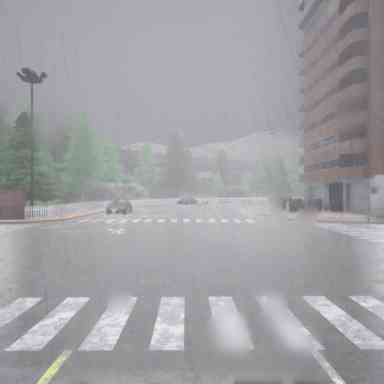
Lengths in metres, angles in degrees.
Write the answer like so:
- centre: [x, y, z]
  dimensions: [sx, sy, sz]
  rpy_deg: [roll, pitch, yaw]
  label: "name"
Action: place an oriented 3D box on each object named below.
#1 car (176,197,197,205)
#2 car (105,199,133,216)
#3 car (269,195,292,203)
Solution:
- centre: [-0.863, 1.567, 56.724]
  dimensions: [1.994, 1.385, 4.181]
  rpy_deg: [0, 0, 34]
  label: "car"
- centre: [-7.041, 1.498, 32.427]
  dimensions: [2.128, 1.511, 4.902]
  rpy_deg: [0, 0, 0]
  label: "car"
- centre: [18.894, 1.476, 71.056]
  dimensions: [5.008, 1.535, 1.882]
  rpy_deg: [0, 0, -14]
  label: "car"
